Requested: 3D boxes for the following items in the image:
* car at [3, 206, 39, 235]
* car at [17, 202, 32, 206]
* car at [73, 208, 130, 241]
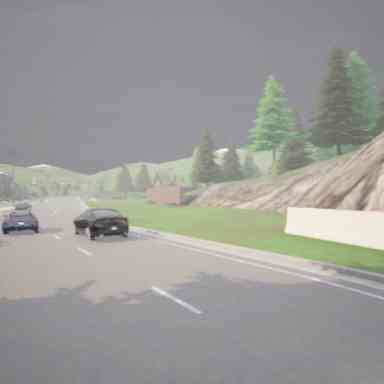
[{"bbox_3d":[-11.065,1.864,21.548,1.994,1.385,4.181,-2,0,-28],"label":"car"},{"bbox_3d":[-26.573,2.285,52.612,1.994,1.385,4.181,-2,0,-19],"label":"car"},{"bbox_3d":[-4.961,1.598,17.761,1.882,1.535,5.008,-2,0,-32],"label":"car"}]
